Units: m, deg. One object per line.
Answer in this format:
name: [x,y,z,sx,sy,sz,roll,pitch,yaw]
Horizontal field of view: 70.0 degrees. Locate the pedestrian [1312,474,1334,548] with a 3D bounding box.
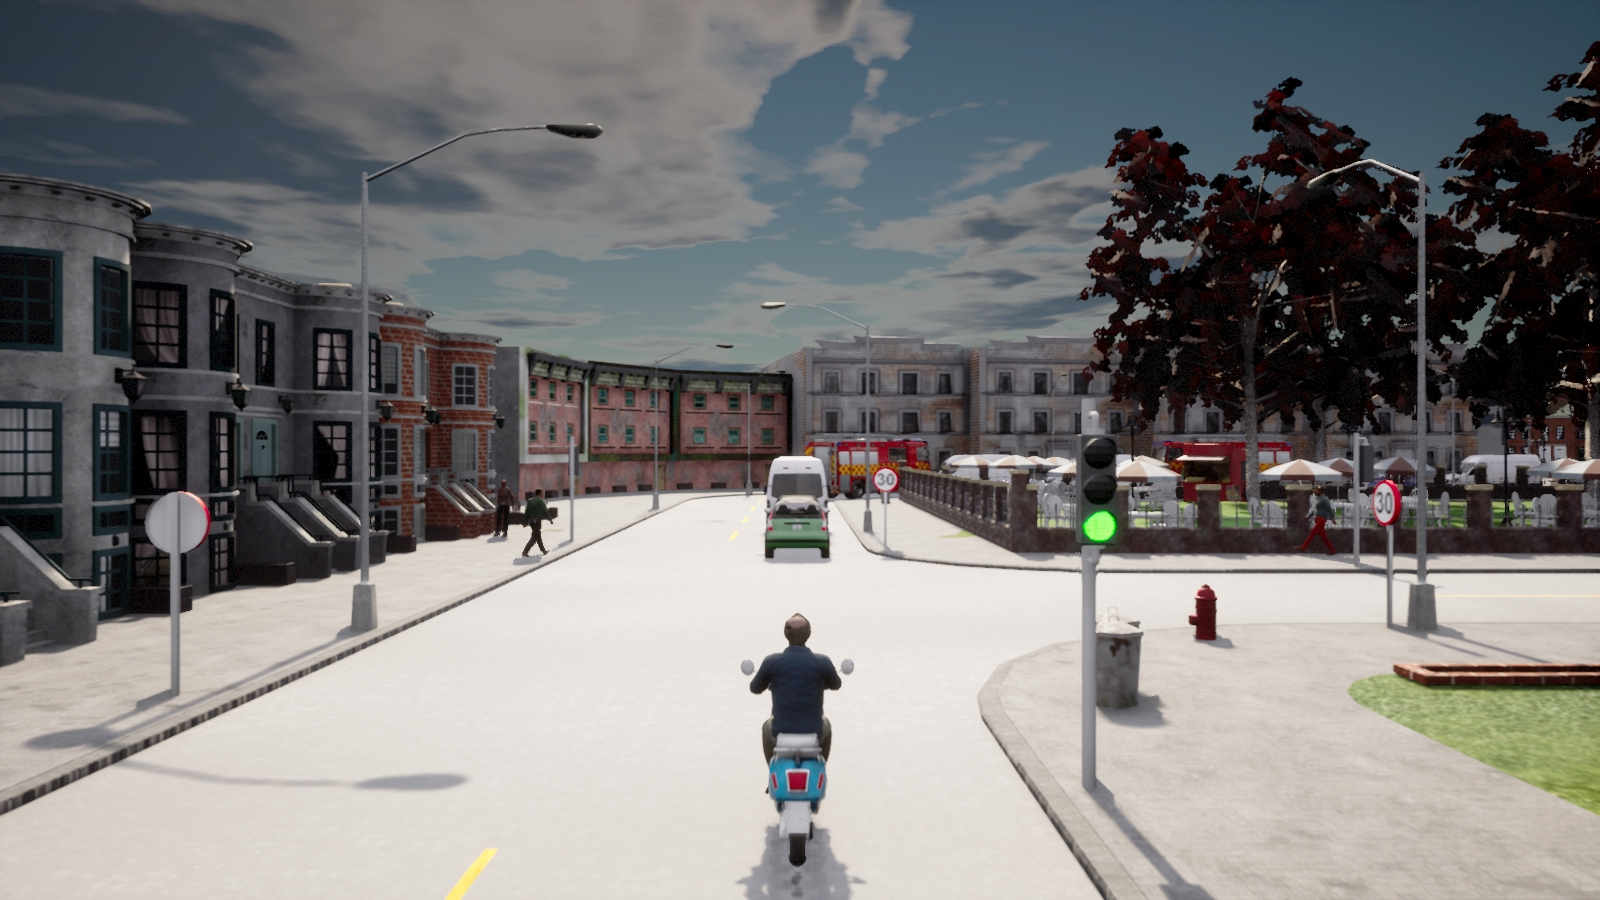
pedestrian: [13.230,1.539,28.895,0.375,1.860,0.375,0,0,1]

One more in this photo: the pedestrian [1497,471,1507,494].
pedestrian: [39.696,1.854,64.599,0.375,1.300,0.375,0,0,0]

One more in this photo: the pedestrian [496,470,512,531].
pedestrian: [-9.086,1.551,35.073,0.375,1.860,0.375,0,0,3]

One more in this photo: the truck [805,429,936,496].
truck: [4.381,0.724,69.090,8.468,3.827,2.891,0,0,-43]

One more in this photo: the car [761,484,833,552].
car: [-0.077,1.804,31.240,1.851,1.617,3.988,0,0,0]

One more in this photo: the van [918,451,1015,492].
van: [10.641,1.370,73.283,5.915,2.561,1.988,0,0,0]

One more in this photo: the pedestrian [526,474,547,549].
pedestrian: [-6.619,1.547,28.717,0.375,1.860,0.375,0,0,34]

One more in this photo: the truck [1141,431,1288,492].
truck: [26.611,0.726,73.591,8.468,3.827,2.891,0,0,0]

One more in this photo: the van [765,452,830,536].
van: [-0.098,1.344,37.941,1.988,2.561,5.915,0,0,0]
